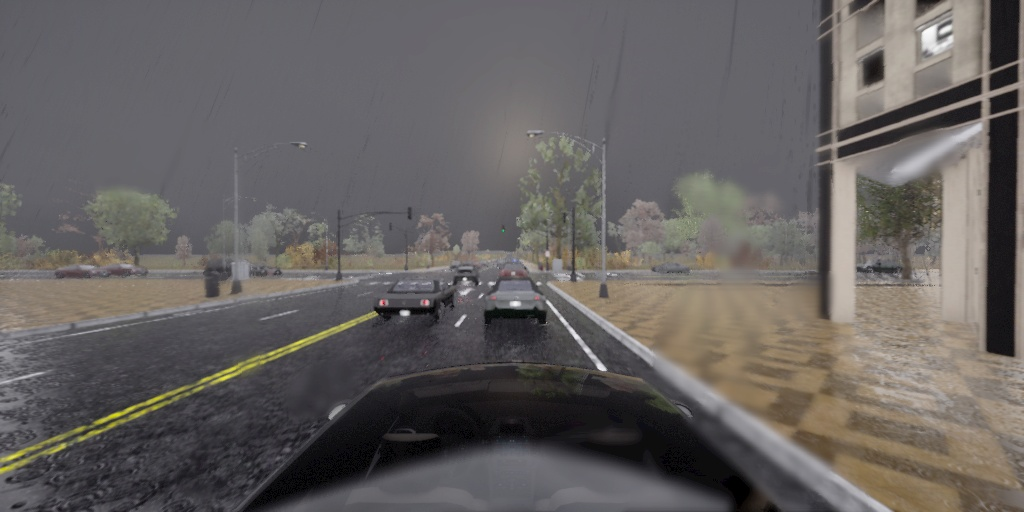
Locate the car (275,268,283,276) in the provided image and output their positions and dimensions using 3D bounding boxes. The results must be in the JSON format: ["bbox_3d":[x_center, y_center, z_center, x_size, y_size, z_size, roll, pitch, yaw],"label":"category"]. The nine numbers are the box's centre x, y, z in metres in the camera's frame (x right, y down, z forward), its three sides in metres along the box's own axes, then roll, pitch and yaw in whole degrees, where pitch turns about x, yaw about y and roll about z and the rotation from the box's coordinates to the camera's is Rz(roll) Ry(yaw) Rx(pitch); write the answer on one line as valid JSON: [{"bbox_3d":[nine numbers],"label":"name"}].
[{"bbox_3d":[-27.310,1.566,38.857,4.181,1.385,1.994,0,1,3],"label":"car"}]

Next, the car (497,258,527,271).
[{"bbox_3d":[0.102,1.248,27.342,2.097,1.767,4.553,0,-1,0],"label":"car"}]

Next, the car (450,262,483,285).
[{"bbox_3d":[-3.422,1.404,27.496,1.837,1.490,4.892,0,-1,-3],"label":"car"}]

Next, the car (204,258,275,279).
[{"bbox_3d":[-27.280,1.255,35.596,5.566,2.045,2.150,0,1,3],"label":"car"}]

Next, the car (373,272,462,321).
[{"bbox_3d":[-3.148,1.412,12.780,1.895,1.301,4.718,0,0,0],"label":"car"}]

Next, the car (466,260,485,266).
[{"bbox_3d":[-6.350,1.666,62.403,1.895,1.301,4.718,0,0,1],"label":"car"}]

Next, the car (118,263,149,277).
[{"bbox_3d":[-42.925,1.545,39.572,4.674,1.442,1.812,0,1,3],"label":"car"}]

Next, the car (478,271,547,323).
[{"bbox_3d":[0.102,1.373,12.443,1.994,1.385,4.181,0,0,0],"label":"car"}]

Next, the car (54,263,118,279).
[{"bbox_3d":[-43.478,1.578,36.337,4.674,1.442,1.812,0,1,3],"label":"car"}]

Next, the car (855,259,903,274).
[{"bbox_3d":[42.346,1.193,41.744,4.553,1.767,2.097,0,1,3],"label":"car"}]

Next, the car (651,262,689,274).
[{"bbox_3d":[18.899,1.439,42.899,4.181,1.385,1.994,0,1,3],"label":"car"}]
